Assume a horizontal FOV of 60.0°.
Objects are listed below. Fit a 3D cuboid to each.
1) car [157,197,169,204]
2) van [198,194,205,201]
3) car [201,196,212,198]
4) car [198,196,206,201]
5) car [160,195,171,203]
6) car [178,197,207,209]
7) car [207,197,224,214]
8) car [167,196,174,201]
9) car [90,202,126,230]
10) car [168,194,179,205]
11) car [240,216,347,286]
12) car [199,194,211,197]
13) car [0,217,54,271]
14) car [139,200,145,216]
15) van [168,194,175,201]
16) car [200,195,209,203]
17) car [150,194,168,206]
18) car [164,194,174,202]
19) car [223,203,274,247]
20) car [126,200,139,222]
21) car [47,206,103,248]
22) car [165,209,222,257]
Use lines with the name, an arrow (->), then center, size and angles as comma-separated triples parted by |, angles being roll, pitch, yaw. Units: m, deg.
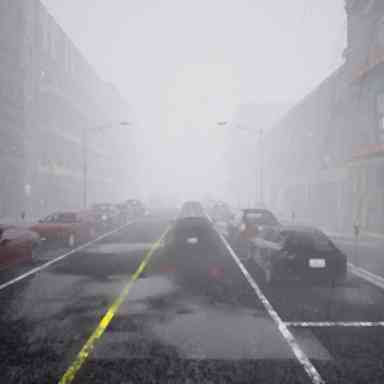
car -> -5.710, 1.629, 66.134 | 2.008, 1.369, 4.403 | 0, 0, 0
van -> 2.660, 1.502, 94.584 | 1.690, 1.788, 3.998 | 0, 0, 0
car -> 2.336, 1.556, 42.395 | 1.812, 1.442, 4.674 | 0, 0, 0
car -> 2.660, 1.724, 88.895 | 1.802, 1.307, 4.206 | 0, 0, 0
car -> -5.712, 1.532, 71.825 | 1.967, 1.590, 4.097 | 0, 0, 0
car -> 0.043, 1.492, 29.131 | 1.882, 1.535, 5.008 | 0, 0, 0
car -> 2.684, 1.543, 32.163 | 1.752, 1.417, 4.829 | 0, 0, 0
car -> -5.719, 1.666, 88.725 | 1.752, 1.417, 4.829 | 0, 0, 0
car -> -5.691, 1.448, 20.615 | 1.967, 1.590, 4.097 | 0, 0, 0
car -> -3.058, 1.609, 59.145 | 2.033, 1.411, 5.357 | 0, 0, 1
car -> 2.693, 1.568, 9.233 | 1.947, 1.339, 4.313 | 0, 0, 0
car -> 2.674, 1.380, 60.445 | 2.192, 1.841, 5.009 | 0, 0, 0
car -> -5.688, 1.583, 9.234 | 1.802, 1.307, 4.206 | 0, 0, 0
car -> -5.695, 1.457, 31.993 | 1.967, 1.590, 4.097 | 0, 0, 0
van -> -5.720, 1.502, 94.582 | 1.690, 1.788, 3.998 | 0, 0, 0
car -> 2.668, 1.533, 71.825 | 1.967, 1.590, 4.097 | 0, 0, 0
car -> -5.704, 1.367, 54.753 | 2.192, 1.841, 5.009 | 0, 0, 0
car -> -5.716, 1.438, 83.204 | 2.192, 1.841, 5.009 | 0, 0, 0
car -> 2.692, 1.444, 14.924 | 1.967, 1.590, 4.097 | 0, 0, 0
car -> -5.694, 1.557, 26.304 | 1.887, 1.381, 4.507 | 0, 0, 0
car -> -5.690, 1.548, 14.925 | 1.887, 1.381, 4.507 | 0, 0, 0
car -> 0.040, 1.568, 13.003 | 1.994, 1.385, 4.181 | 0, 0, 0
